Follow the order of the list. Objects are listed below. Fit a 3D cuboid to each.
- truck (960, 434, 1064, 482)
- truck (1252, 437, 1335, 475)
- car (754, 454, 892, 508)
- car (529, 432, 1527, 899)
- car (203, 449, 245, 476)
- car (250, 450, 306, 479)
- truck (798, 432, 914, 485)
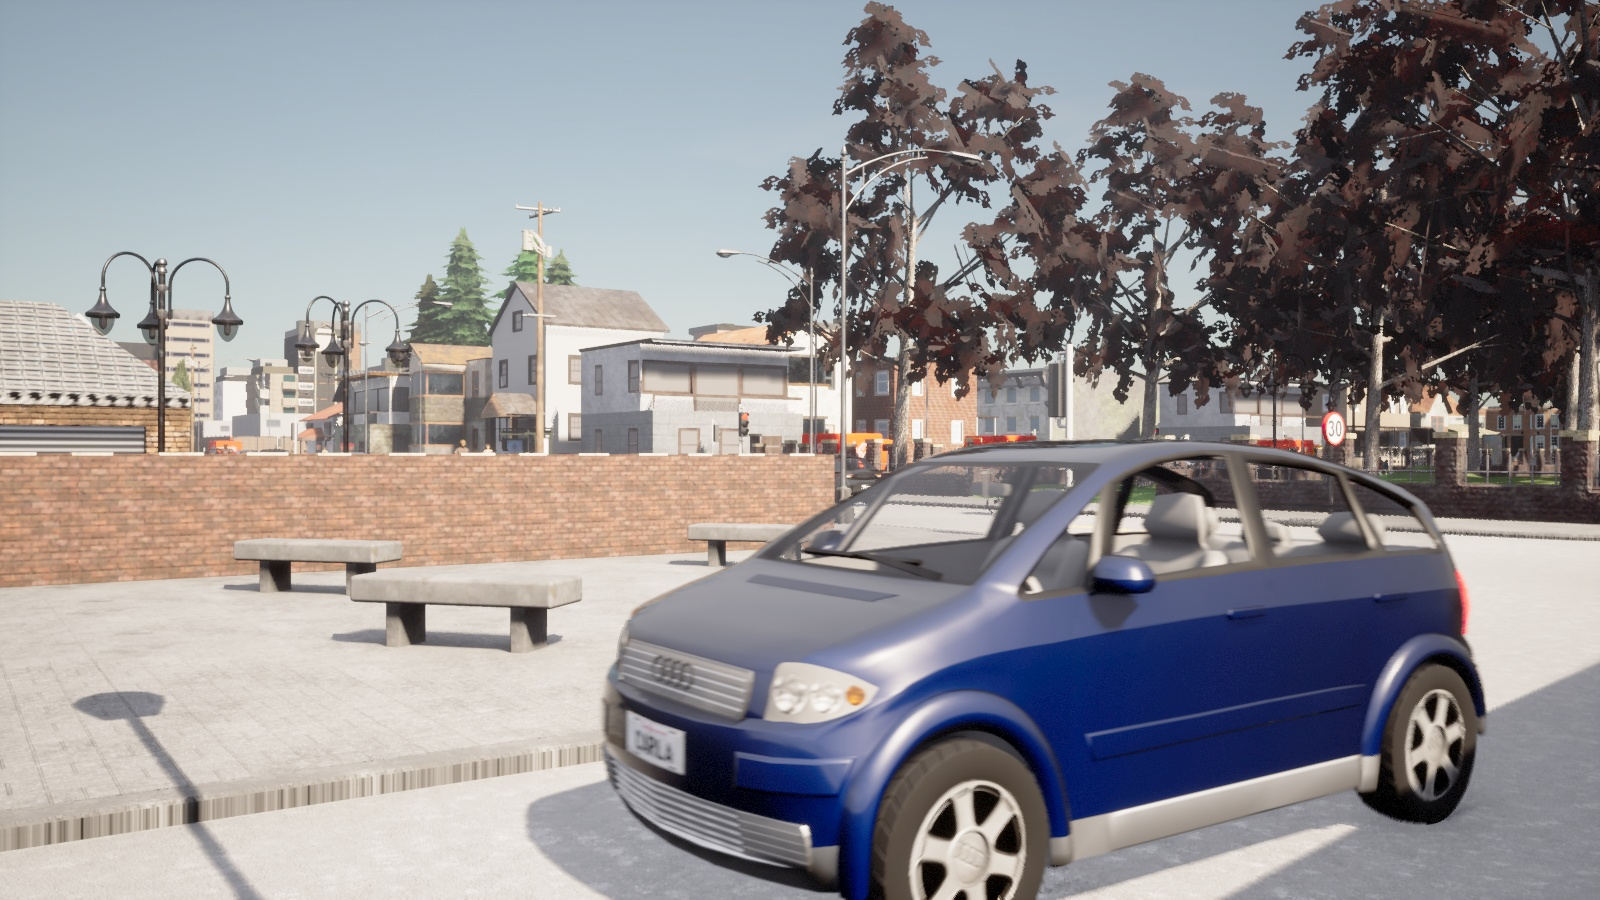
[{"bbox_3d":[11.362,0.398,67.218,5.204,2.467,2.627,0,0,-38],"label":"truck"},{"bbox_3d":[33.025,0.394,84.029,5.204,2.467,2.627,0,0,-34],"label":"truck"},{"bbox_3d":[0.603,0.846,36.427,1.816,1.474,4.193,0,0,-36],"label":"car"},{"bbox_3d":[1.028,0.733,4.969,3.705,1.549,1.789,0,0,-35],"label":"car"},{"bbox_3d":[-40.874,0.866,89.074,1.932,1.855,4.605,0,0,-35],"label":"car"},{"bbox_3d":[-31.357,0.840,75.362,2.242,1.667,4.611,0,0,-35],"label":"car"},{"bbox_3d":[2.738,0.402,61.153,5.204,2.467,2.627,0,0,-39],"label":"truck"}]
